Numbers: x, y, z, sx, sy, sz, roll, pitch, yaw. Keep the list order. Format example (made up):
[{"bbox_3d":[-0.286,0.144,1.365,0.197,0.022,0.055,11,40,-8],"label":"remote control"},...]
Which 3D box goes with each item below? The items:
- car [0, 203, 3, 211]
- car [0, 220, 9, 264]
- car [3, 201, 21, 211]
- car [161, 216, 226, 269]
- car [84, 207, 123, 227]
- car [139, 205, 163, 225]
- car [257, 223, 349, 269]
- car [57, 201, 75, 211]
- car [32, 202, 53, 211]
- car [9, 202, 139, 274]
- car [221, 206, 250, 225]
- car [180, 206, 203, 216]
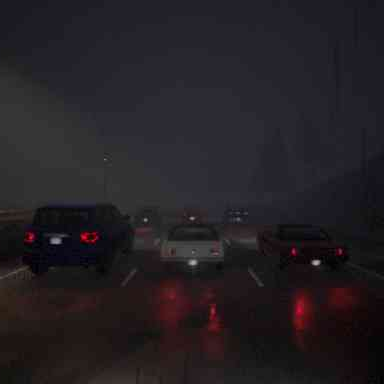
[{"bbox_3d":[-30.316,2.134,50.440,1.882,1.535,5.008,0,-1,-9],"label":"car"},{"bbox_3d":[-6.939,1.730,12.599,1.994,1.385,4.181,0,-1,0],"label":"car"},{"bbox_3d":[-26.950,2.195,51.448,1.812,1.442,4.674,0,-1,-10],"label":"car"},{"bbox_3d":[0.052,1.754,11.692,1.895,1.301,4.718,0,-1,1],"label":"car"},{"bbox_3d":[-6.999,1.949,26.700,1.895,1.301,4.718,0,-1,0],"label":"car"},{"bbox_3d":[-3.505,1.863,27.325,1.837,1.490,4.892,0,0,0],"label":"car"},{"bbox_3d":[3.552,1.754,11.688,1.895,1.301,4.718,0,-1,1],"label":"car"},{"bbox_3d":[-20.240,2.261,53.659,1.994,1.385,4.181,0,-1,-10],"label":"car"},{"bbox_3d":[-23.624,2.249,52.673,1.994,1.385,4.181,0,-1,-10],"label":"car"},{"bbox_3d":[-3.453,1.370,11.190,2.150,2.045,5.566,0,0,1],"label":"car"},{"bbox_3d":[3.493,1.848,27.295,2.128,1.511,4.902,0,-1,0],"label":"car"},{"bbox_3d":[-0.013,1.890,27.982,1.812,1.442,4.674,0,0,-1],"label":"car"}]
